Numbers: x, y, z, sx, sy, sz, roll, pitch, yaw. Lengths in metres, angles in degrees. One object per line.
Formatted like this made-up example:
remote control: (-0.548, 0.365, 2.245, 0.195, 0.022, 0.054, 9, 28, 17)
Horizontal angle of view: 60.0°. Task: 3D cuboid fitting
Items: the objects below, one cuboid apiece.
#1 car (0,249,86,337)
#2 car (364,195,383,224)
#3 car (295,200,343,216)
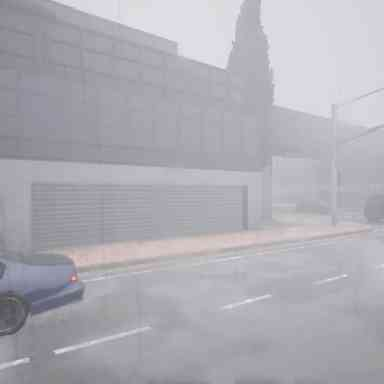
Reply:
car: (-4.489, 1.547, 5.094, 5.357, 1.411, 2.033, 0, 0, -35)
car: (14.084, 1.222, 22.172, 2.150, 2.045, 5.566, 1, 0, -13)
car: (12.331, 1.526, 32.654, 1.812, 1.442, 4.674, 0, 0, -37)
